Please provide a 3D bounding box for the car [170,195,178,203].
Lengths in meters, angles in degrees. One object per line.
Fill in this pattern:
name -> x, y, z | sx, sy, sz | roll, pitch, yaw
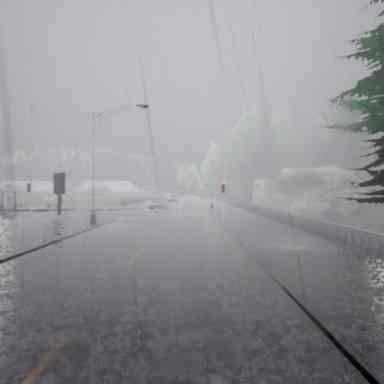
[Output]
car -> -3.986, 1.432, 68.266 | 1.837, 1.490, 4.892 | 0, 0, 0

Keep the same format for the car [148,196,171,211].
car -> -4.069, 1.573, 41.127 | 1.895, 1.301, 4.718 | 0, 0, 2
